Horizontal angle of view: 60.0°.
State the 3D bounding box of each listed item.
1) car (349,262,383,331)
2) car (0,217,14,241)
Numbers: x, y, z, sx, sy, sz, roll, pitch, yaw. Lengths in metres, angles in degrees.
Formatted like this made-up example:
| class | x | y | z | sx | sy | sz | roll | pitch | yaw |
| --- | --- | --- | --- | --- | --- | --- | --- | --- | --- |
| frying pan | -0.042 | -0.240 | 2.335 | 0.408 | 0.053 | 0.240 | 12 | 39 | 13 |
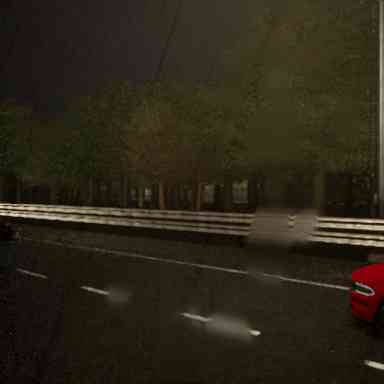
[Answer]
| class | x | y | z | sx | sy | sz | roll | pitch | yaw |
| --- | --- | --- | --- | --- | --- | --- | --- | --- | --- |
| car | 4.943 | 1.496 | 4.643 | 5.008 | 1.535 | 1.882 | 0 | 0 | 35 |
| car | -10.105 | 1.567 | 15.394 | 4.181 | 1.385 | 1.994 | 0 | 0 | 36 |
